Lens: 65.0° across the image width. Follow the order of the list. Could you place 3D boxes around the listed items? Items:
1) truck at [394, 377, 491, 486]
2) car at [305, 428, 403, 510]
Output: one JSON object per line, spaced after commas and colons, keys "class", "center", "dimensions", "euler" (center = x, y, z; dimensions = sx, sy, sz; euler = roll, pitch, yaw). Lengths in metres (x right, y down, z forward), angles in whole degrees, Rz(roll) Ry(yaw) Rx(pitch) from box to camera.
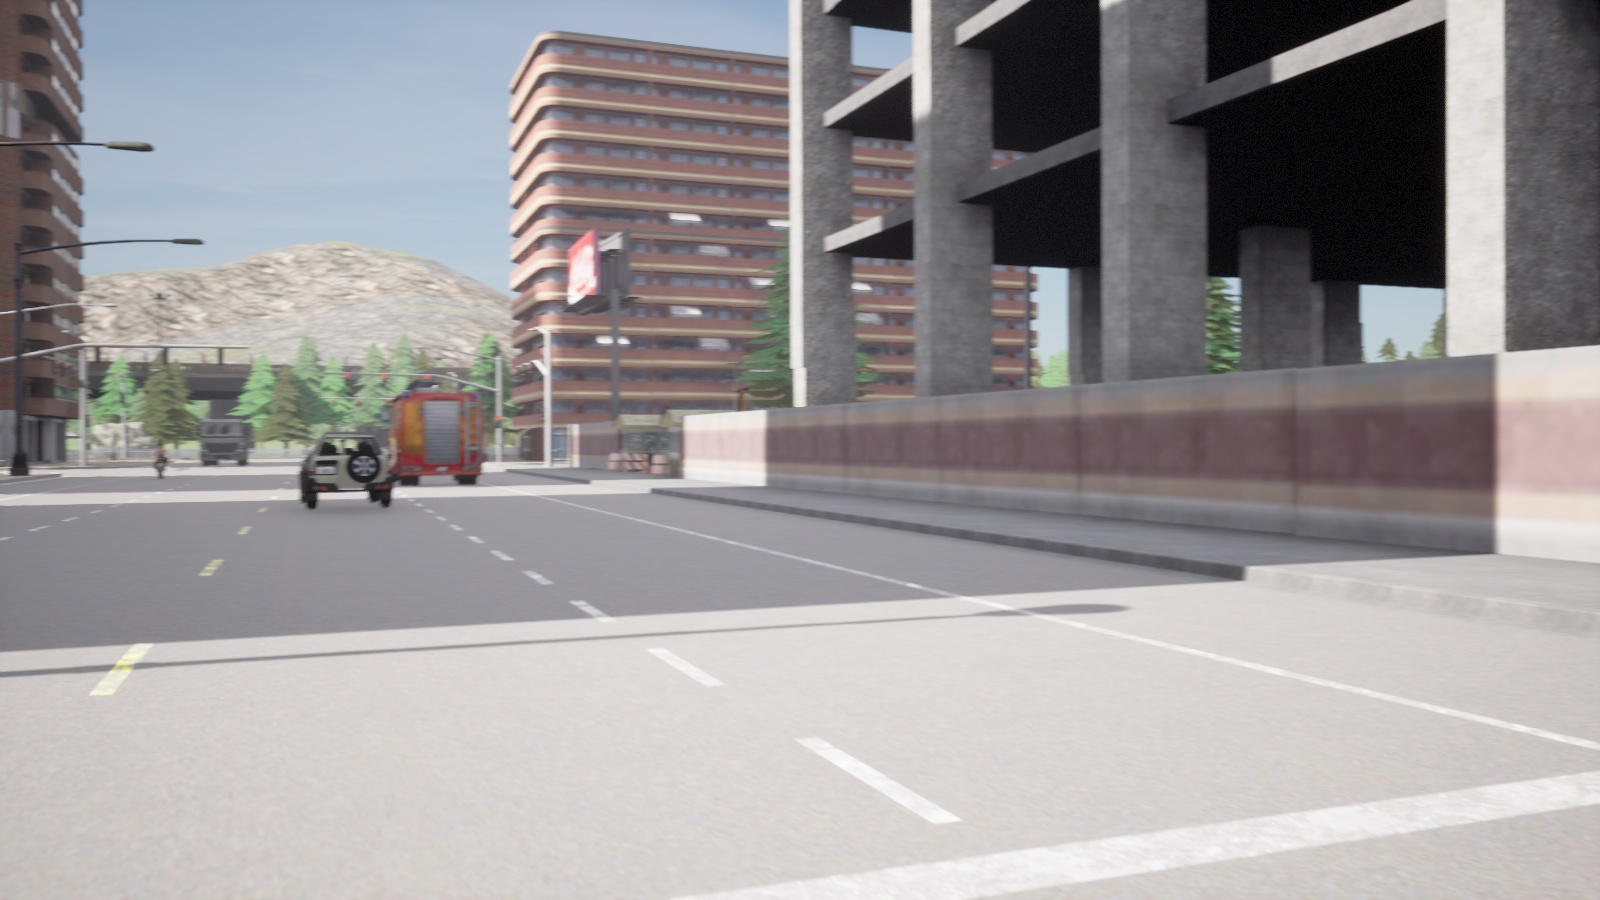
{"class": "truck", "center": [-13.938, -0.665, 48.493], "dimensions": [2.891, 3.827, 8.468], "euler": [0, 0, -21]}
{"class": "car", "center": [-10.960, 0.412, 30.678], "dimensions": [1.932, 1.855, 4.605], "euler": [0, 0, -24]}
